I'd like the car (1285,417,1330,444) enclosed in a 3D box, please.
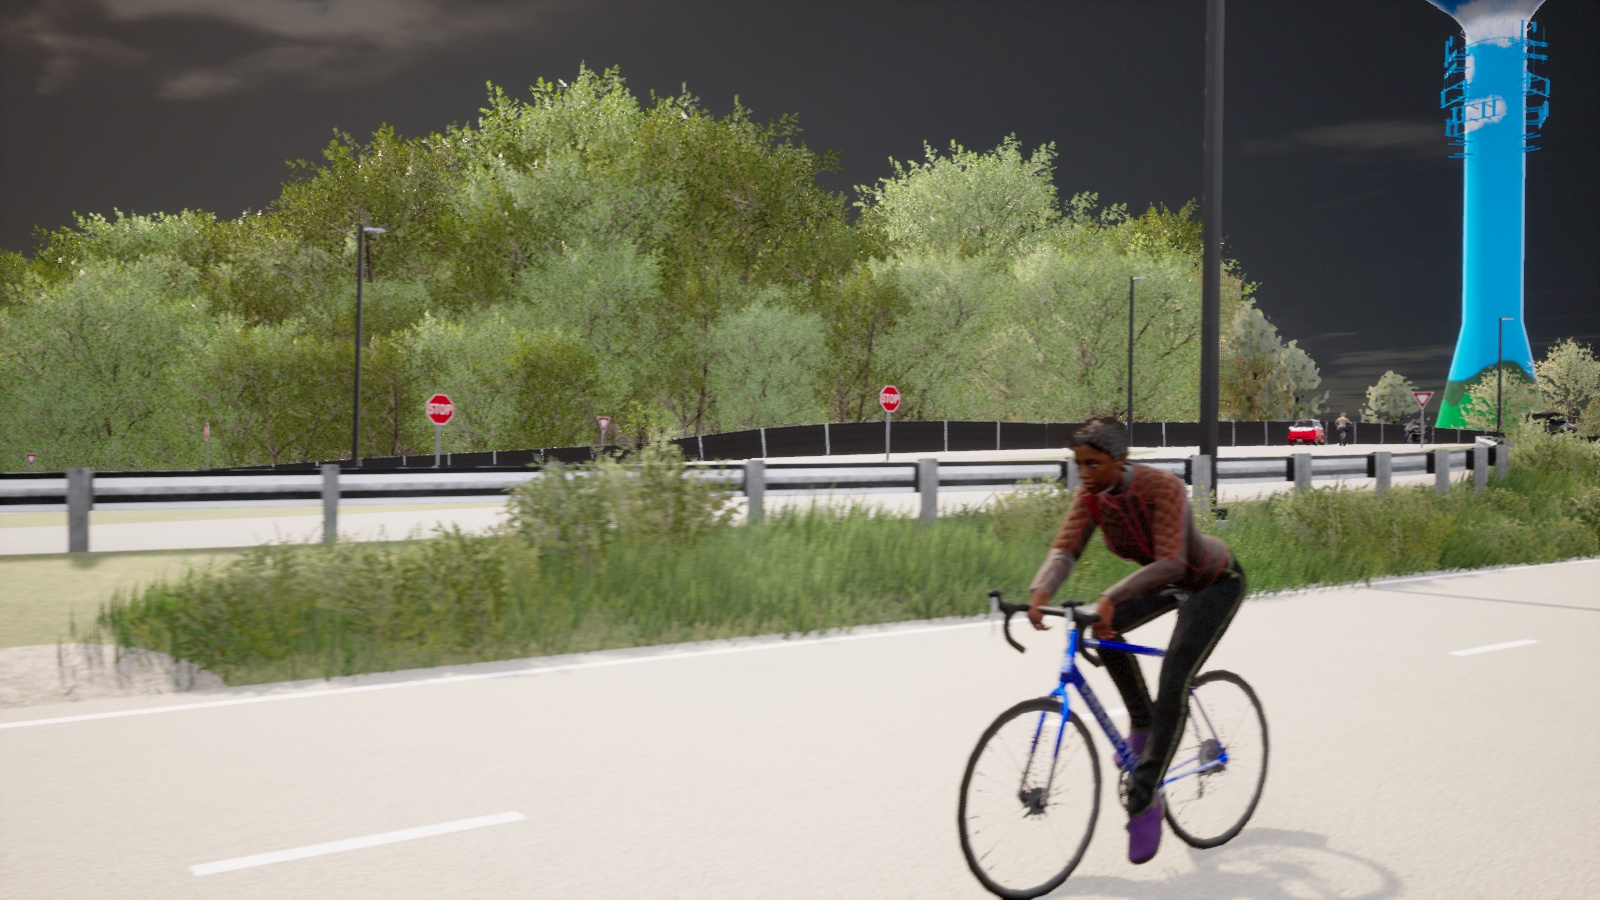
[{"bbox_3d":[26.274,-1.020,64.996,1.481,1.376,2.207,-1,0,43],"label":"car"}]

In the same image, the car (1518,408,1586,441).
[{"bbox_3d":[44.785,-1.523,74.799,3.866,1.878,1.905,-1,0,-32],"label":"car"}]

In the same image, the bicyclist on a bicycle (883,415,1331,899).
[{"bbox_3d":[1.129,0.703,4.444,1.656,1.620,0.582,0,0,-35],"label":"bicyclist on a bicycle"}]

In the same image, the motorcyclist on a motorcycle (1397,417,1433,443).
[{"bbox_3d":[35.950,-1.176,73.402,2.191,1.530,0.866,-1,0,-34],"label":"motorcyclist on a motorcycle"}]
